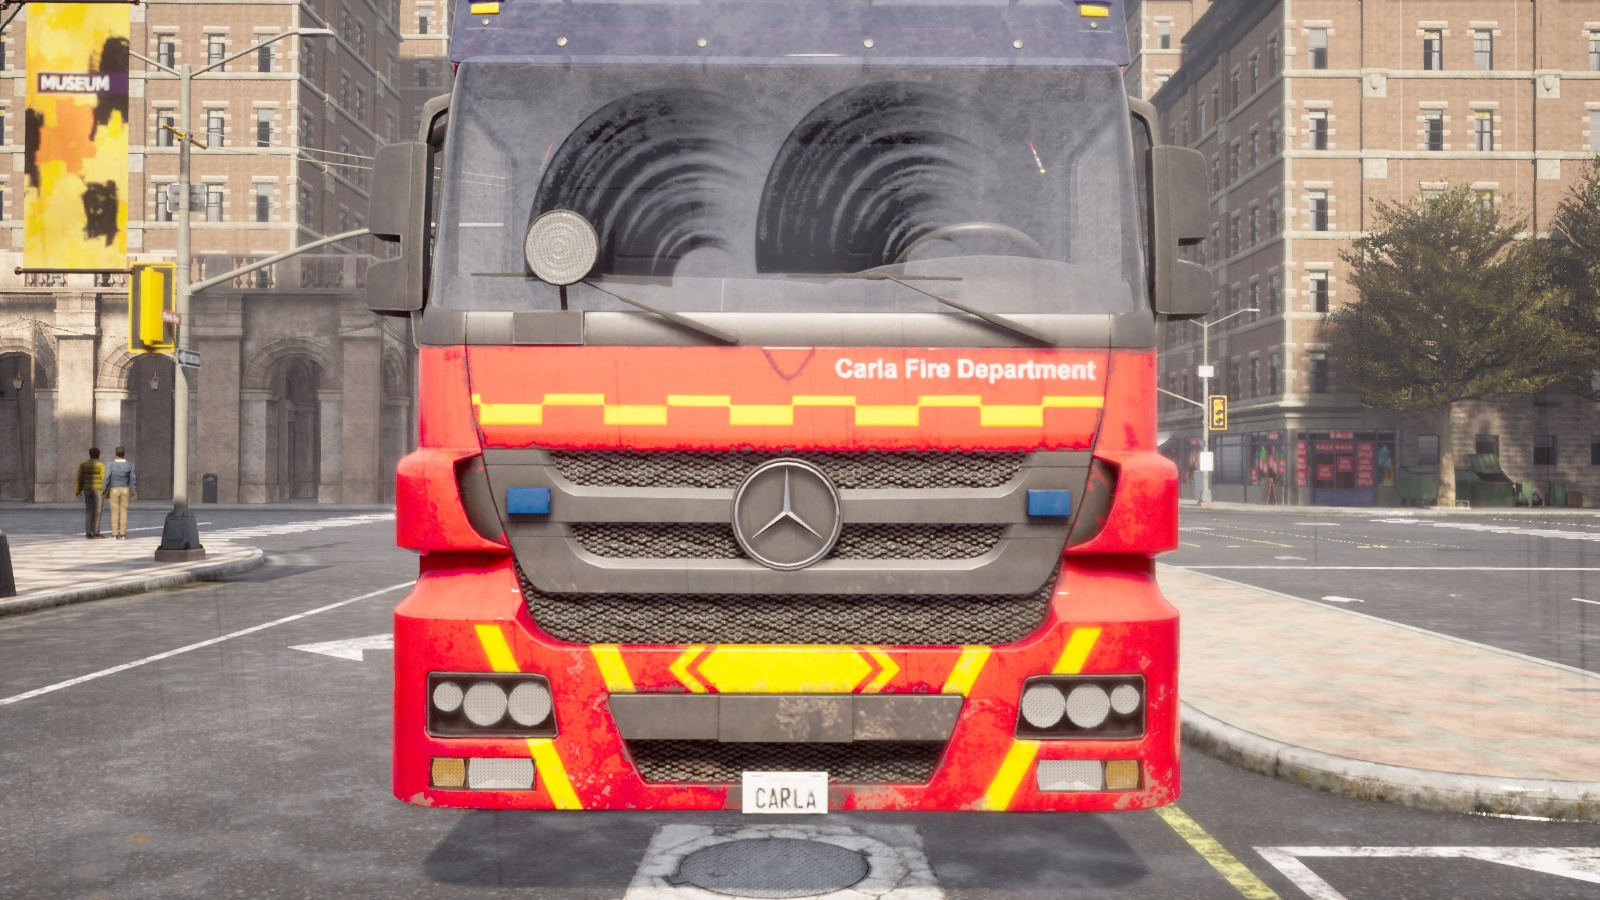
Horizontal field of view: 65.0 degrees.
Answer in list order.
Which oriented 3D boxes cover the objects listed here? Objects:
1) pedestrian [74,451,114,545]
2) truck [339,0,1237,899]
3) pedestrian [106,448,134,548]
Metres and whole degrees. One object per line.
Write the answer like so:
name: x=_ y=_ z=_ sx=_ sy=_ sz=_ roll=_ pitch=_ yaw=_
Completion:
pedestrian: x=-14.035 y=0.946 z=24.985 sx=0.370 sy=1.835 sz=0.726 roll=0 pitch=-1 yaw=0
truck: x=-0.054 y=-0.211 z=8.305 sx=2.891 sy=3.827 sz=8.468 roll=0 pitch=-1 yaw=0
pedestrian: x=-13.447 y=0.941 z=24.820 sx=0.423 sy=1.949 sz=0.788 roll=0 pitch=-1 yaw=-32
